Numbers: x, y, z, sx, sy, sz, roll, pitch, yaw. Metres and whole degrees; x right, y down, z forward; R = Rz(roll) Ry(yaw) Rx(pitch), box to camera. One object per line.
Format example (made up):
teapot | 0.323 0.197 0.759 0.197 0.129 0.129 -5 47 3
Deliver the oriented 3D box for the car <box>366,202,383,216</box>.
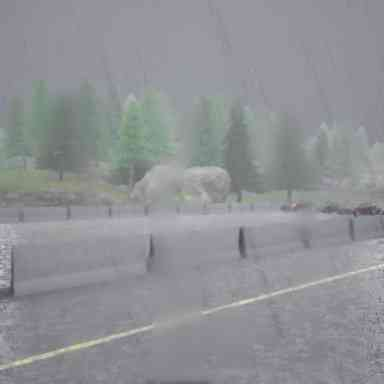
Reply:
car | 18.350 1.699 30.079 5.357 1.411 2.033 1 -1 -36

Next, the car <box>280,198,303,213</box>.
car | 12.389 1.518 38.718 4.553 1.767 2.097 1 -1 -36

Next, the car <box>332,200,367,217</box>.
car | 16.408 1.634 32.990 5.008 1.535 1.882 1 -1 -36

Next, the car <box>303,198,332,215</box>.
car | 14.691 1.657 36.064 4.902 1.511 2.128 1 -1 -36
